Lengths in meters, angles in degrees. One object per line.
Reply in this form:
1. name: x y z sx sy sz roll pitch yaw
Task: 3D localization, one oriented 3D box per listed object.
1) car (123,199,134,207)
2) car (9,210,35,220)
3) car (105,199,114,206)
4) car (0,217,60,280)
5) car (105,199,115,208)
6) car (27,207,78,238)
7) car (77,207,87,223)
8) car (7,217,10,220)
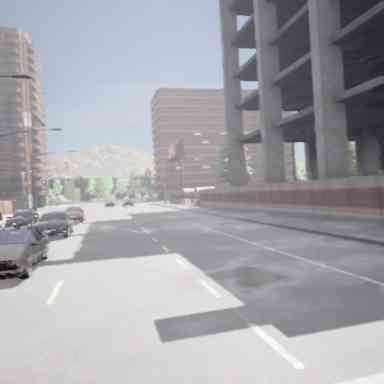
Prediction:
1. car: -12.521 2.194 65.551 1.812 1.442 4.674 -3 0 -14
2. car: -13.727 2.274 27.297 1.837 1.490 4.892 -3 0 -14
3. car: -19.908 2.499 80.435 1.882 1.535 5.008 -3 0 -14
4. car: -6.015 1.884 11.086 2.033 1.411 5.357 -3 0 -14
5. car: -17.405 2.542 70.607 1.895 1.301 4.718 -3 0 -14
6. car: -8.398 1.971 20.468 1.837 1.490 4.892 -3 0 -14
7. car: -11.266 2.149 31.856 1.812 1.442 4.674 -3 0 -14
8. car: -10.970 1.969 16.352 2.097 1.767 4.553 -3 0 -14
